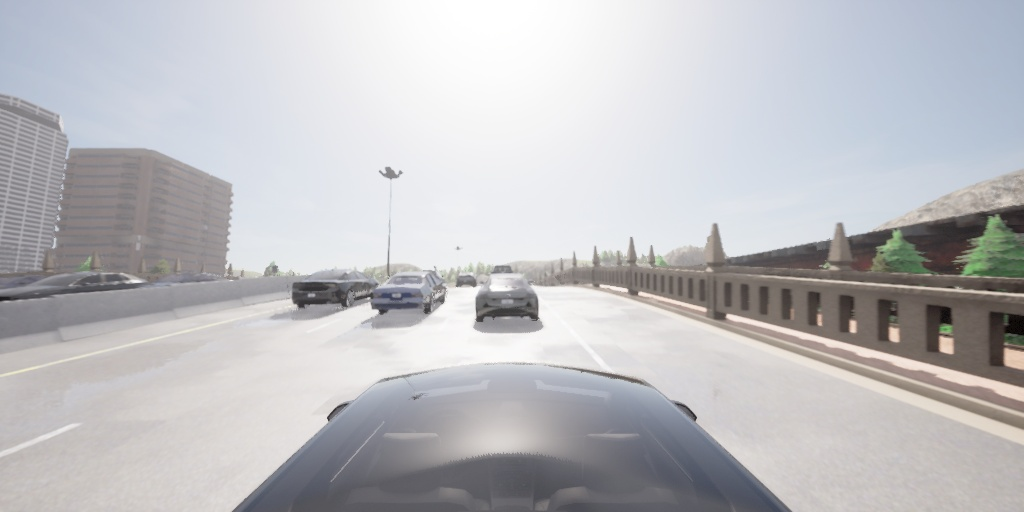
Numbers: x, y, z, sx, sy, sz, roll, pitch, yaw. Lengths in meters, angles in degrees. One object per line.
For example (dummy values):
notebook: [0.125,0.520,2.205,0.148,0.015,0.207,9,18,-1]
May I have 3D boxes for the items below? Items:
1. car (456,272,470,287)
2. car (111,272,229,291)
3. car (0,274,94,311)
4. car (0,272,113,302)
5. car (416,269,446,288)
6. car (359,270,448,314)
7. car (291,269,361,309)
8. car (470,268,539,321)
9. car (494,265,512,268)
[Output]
car: [-4.447,2.415,36.034,2.128,1.511,4.902,-1,-6,-2]
car: [-14.513,1.470,16.004,1.994,1.385,4.181,-1,-1,-2]
car: [-21.501,1.538,15.514,1.994,1.385,4.181,-1,-1,-2]
car: [-17.981,1.431,14.910,1.837,1.490,4.892,-1,-1,-2]
car: [-7.942,2.296,35.771,2.097,1.767,4.553,-1,-6,-2]
car: [-3.746,1.316,13.890,2.033,1.411,5.357,-1,0,-2]
car: [-7.296,1.298,15.372,1.882,1.535,5.008,-1,-1,-2]
car: [-0.195,1.291,12.373,1.994,1.385,4.181,-1,0,-2]
car: [-0.929,1.998,35.025,2.150,2.045,5.566,-1,-5,-2]
